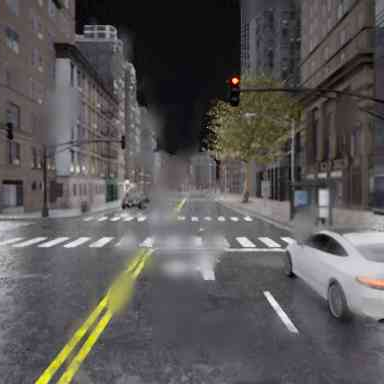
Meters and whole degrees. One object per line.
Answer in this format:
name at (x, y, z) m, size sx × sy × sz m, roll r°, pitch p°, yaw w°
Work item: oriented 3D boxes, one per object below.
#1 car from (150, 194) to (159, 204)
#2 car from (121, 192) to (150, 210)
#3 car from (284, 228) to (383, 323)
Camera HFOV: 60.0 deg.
car at (-6.582, 1.087, 54.767) m, size 1.882 × 1.535 × 5.008 m, roll 0°, pitch 0°, yaw 0°
car at (-6.602, 0.967, 38.417) m, size 2.150 × 2.045 × 5.566 m, roll 0°, pitch 0°, yaw 0°
car at (3.348, 1.483, 7.000) m, size 1.812 × 1.442 × 4.674 m, roll 0°, pitch 0°, yaw 0°
